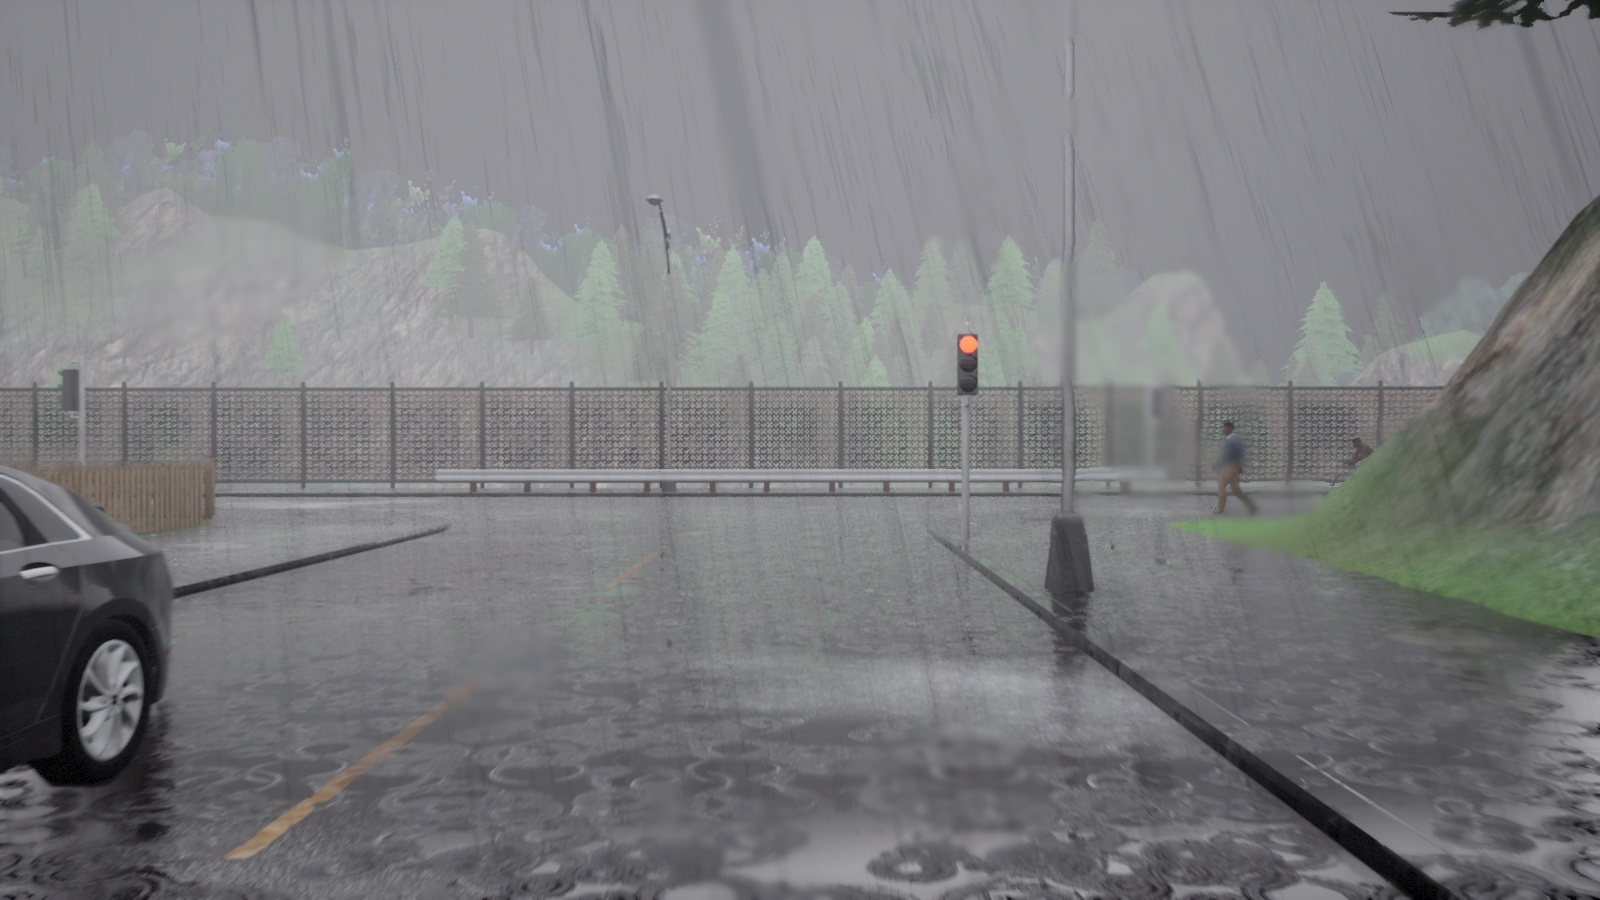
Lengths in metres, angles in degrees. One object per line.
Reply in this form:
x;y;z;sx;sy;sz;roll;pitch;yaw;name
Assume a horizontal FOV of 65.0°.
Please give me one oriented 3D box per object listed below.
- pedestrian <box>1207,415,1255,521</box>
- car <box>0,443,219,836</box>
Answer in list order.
8.049;0.331;23.466;0.788;1.949;0.423;0;0;8;pedestrian
-3.961;0.725;4.104;1.837;1.490;4.892;0;0;0;car
